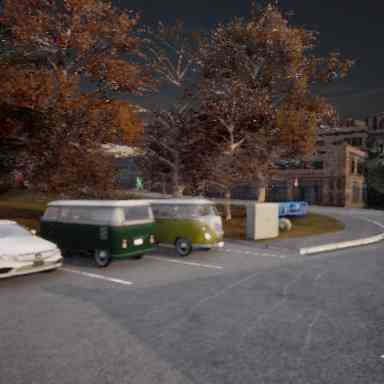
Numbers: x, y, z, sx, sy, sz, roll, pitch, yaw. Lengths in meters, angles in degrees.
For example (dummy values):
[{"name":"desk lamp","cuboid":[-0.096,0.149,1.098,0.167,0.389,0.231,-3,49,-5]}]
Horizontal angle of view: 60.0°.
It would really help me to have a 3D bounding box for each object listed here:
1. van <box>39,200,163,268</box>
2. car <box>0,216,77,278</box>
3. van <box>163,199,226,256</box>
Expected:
[{"name":"van","cuboid":[-3.395,1.270,11.284,4.442,1.987,1.878,-1,-1,35]},{"name":"car","cuboid":[-5.693,1.527,9.516,4.674,1.452,2.002,-1,-1,34]},{"name":"van","cuboid":[-0.800,1.274,12.868,4.442,1.987,1.878,-1,-1,35]}]
